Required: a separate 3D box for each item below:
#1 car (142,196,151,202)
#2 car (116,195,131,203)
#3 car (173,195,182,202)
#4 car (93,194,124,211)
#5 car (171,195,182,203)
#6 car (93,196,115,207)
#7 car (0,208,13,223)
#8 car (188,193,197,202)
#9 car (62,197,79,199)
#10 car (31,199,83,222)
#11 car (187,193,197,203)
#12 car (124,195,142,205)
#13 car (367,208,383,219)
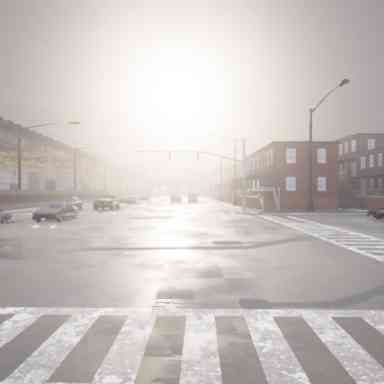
[{"bbox_3d":[-10.433,1.494,74.200,1.895,1.301,4.718,0,0,0],"label":"car"},{"bbox_3d":[-13.939,1.476,67.840,1.882,1.535,5.008,0,0,0],"label":"car"},{"bbox_3d":[-3.427,1.476,80.513,1.882,1.535,5.008,0,0,0],"label":"car"},{"bbox_3d":[-10.557,1.221,41.559,2.150,2.045,5.566,0,0,1],"label":"car"},{"bbox_3d":[-3.369,1.351,70.227,2.097,1.767,4.553,0,0,0],"label":"car"},{"bbox_3d":[-14.040,1.490,53.252,2.128,1.511,4.902,0,0,0],"label":"car"},{"bbox_3d":[-14.081,1.600,22.182,1.895,1.301,4.718,0,0,0],"label":"car"},{"bbox_3d":[0.072,1.224,80.290,2.150,2.045,5.566,0,0,0],"label":"car"},{"bbox_3d":[-14.064,1.351,37.877,2.097,1.767,4.553,0,0,0],"label":"car"},{"bbox_3d":[-10.577,1.547,26.262,2.033,1.411,5.357,0,0,0],"label":"car"},{"bbox_3d":[0.162,1.546,69.657,2.033,1.411,5.357,0,0,0],"label":"car"},{"bbox_3d":[-10.521,1.505,58.786,1.837,1.490,4.892,0,0,0],"label":"car"},{"bbox_3d":[17.059,1.547,26.669,5.357,1.411,2.033,0,0,0],"label":"car"}]
